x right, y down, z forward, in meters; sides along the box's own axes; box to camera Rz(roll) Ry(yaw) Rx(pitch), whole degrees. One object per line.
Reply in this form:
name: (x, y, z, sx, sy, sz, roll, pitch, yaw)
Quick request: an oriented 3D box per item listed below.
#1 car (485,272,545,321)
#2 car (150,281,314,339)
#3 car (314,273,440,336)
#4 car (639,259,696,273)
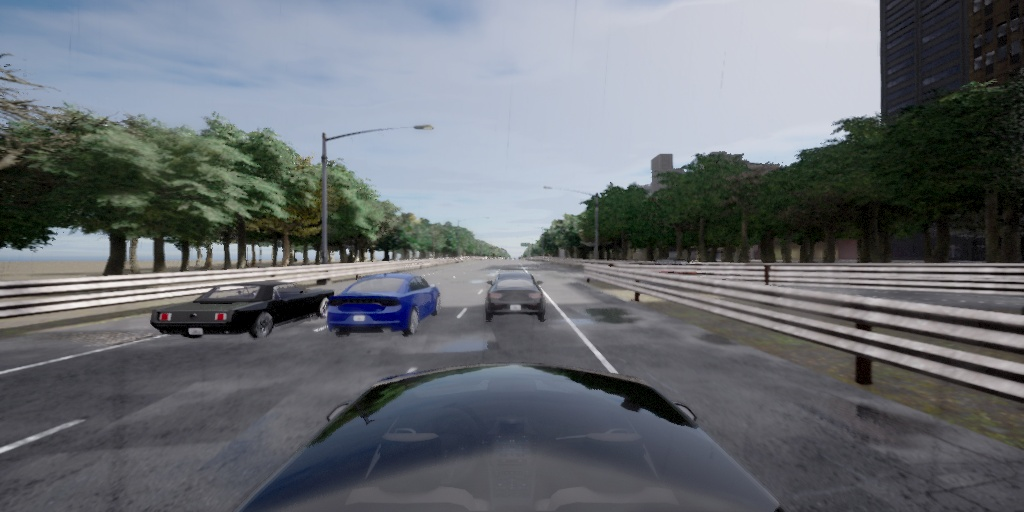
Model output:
car: (0.100, 1.278, 12.358, 1.812, 1.442, 4.674, 0, 0, 0)
car: (-6.900, 1.355, 10.050, 1.895, 1.301, 4.718, 0, 0, 0)
car: (-3.398, 1.231, 10.452, 1.882, 1.535, 5.008, 0, 0, 0)
car: (11.898, 1.052, 27.935, 2.097, 1.767, 4.553, 0, 0, -23)
